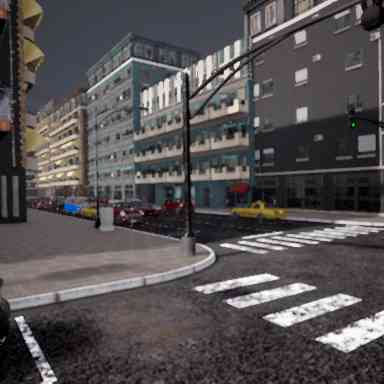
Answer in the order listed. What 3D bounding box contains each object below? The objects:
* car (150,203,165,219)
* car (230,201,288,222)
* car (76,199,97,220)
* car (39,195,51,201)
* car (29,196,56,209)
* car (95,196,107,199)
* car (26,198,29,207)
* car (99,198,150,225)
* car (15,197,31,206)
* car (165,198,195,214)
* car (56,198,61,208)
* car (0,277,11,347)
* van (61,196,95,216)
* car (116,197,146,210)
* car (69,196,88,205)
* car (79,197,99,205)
[{"bbox_3d":[-4.444,1.543,27.989,1.994,1.385,4.181,-2,1,-35],"label":"car"},{"bbox_3d":[4.834,1.351,24.942,1.752,1.417,4.829,-2,1,-35],"label":"car"},{"bbox_3d":[-8.215,1.572,28.816,1.752,1.417,4.829,-2,1,-35],"label":"car"},{"bbox_3d":[-36.823,1.582,83.392,1.887,1.381,4.507,-2,1,-35],"label":"car"},{"bbox_3d":[-21.164,1.549,46.981,1.967,1.590,4.097,-2,1,-35],"label":"car"},{"bbox_3d":[-14.341,1.355,51.842,1.967,1.590,4.097,-2,1,-35],"label":"car"},{"bbox_3d":[-24.373,1.691,51.489,1.947,1.339,4.313,-2,1,-35],"label":"car"},{"bbox_3d":[-5.104,1.473,24.447,1.967,1.590,4.097,-2,1,-35],"label":"car"},{"bbox_3d":[-30.798,1.703,60.502,1.887,1.381,4.507,-2,1,-35],"label":"car"},{"bbox_3d":[-1.493,1.294,33.815,1.967,1.590,4.097,-2,1,-35],"label":"car"},{"bbox_3d":[-18.872,1.594,48.378,2.033,1.411,5.357,-2,1,-35],"label":"car"},{"bbox_3d":[-4.392,1.565,3.445,4.403,1.369,2.008,-1,0,-35],"label":"car"},{"bbox_3d":[-11.530,1.403,33.459,1.690,1.788,3.998,-2,1,-35],"label":"van"},{"bbox_3d":[-7.915,1.435,42.831,2.008,1.369,4.403,-2,1,-35],"label":"car"},{"bbox_3d":[-20.763,1.499,60.858,2.008,1.369,4.403,-2,1,-35],"label":"car"},{"bbox_3d":[-17.551,1.497,56.351,1.947,1.339,4.313,-2,1,-35],"label":"car"}]
